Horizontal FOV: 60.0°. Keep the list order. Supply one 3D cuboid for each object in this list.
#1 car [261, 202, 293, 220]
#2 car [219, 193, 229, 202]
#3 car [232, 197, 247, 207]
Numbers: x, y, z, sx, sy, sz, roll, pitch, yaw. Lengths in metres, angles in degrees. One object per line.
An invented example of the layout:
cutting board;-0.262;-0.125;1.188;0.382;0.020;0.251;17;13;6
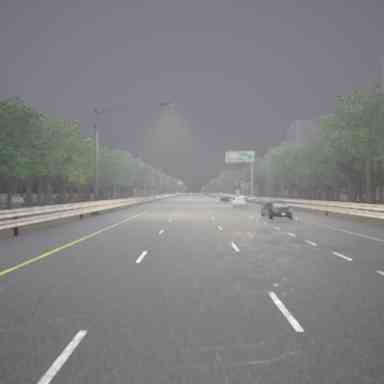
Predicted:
car;7.046;1.534;27.869;1.812;1.442;4.674;0;0;0
car;7.311;1.444;75.493;1.882;1.535;5.008;0;0;0
car;7.145;1.527;50.644;1.812;1.442;4.674;0;0;0
